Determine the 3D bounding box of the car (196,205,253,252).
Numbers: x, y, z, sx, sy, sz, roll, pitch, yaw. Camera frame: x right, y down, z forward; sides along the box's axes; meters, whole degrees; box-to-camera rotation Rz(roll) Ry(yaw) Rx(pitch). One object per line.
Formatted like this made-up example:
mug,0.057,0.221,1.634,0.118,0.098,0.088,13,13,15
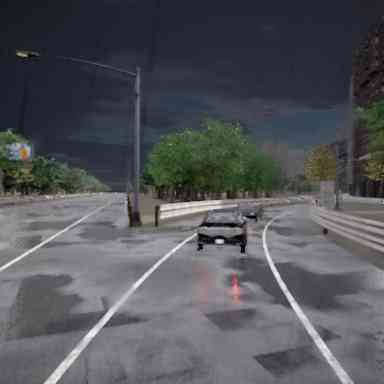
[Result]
car,1.392,1.503,13.977,2.128,1.511,4.902,0,0,10

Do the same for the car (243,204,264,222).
car,4.586,1.628,26.599,1.895,1.301,4.718,0,0,19
